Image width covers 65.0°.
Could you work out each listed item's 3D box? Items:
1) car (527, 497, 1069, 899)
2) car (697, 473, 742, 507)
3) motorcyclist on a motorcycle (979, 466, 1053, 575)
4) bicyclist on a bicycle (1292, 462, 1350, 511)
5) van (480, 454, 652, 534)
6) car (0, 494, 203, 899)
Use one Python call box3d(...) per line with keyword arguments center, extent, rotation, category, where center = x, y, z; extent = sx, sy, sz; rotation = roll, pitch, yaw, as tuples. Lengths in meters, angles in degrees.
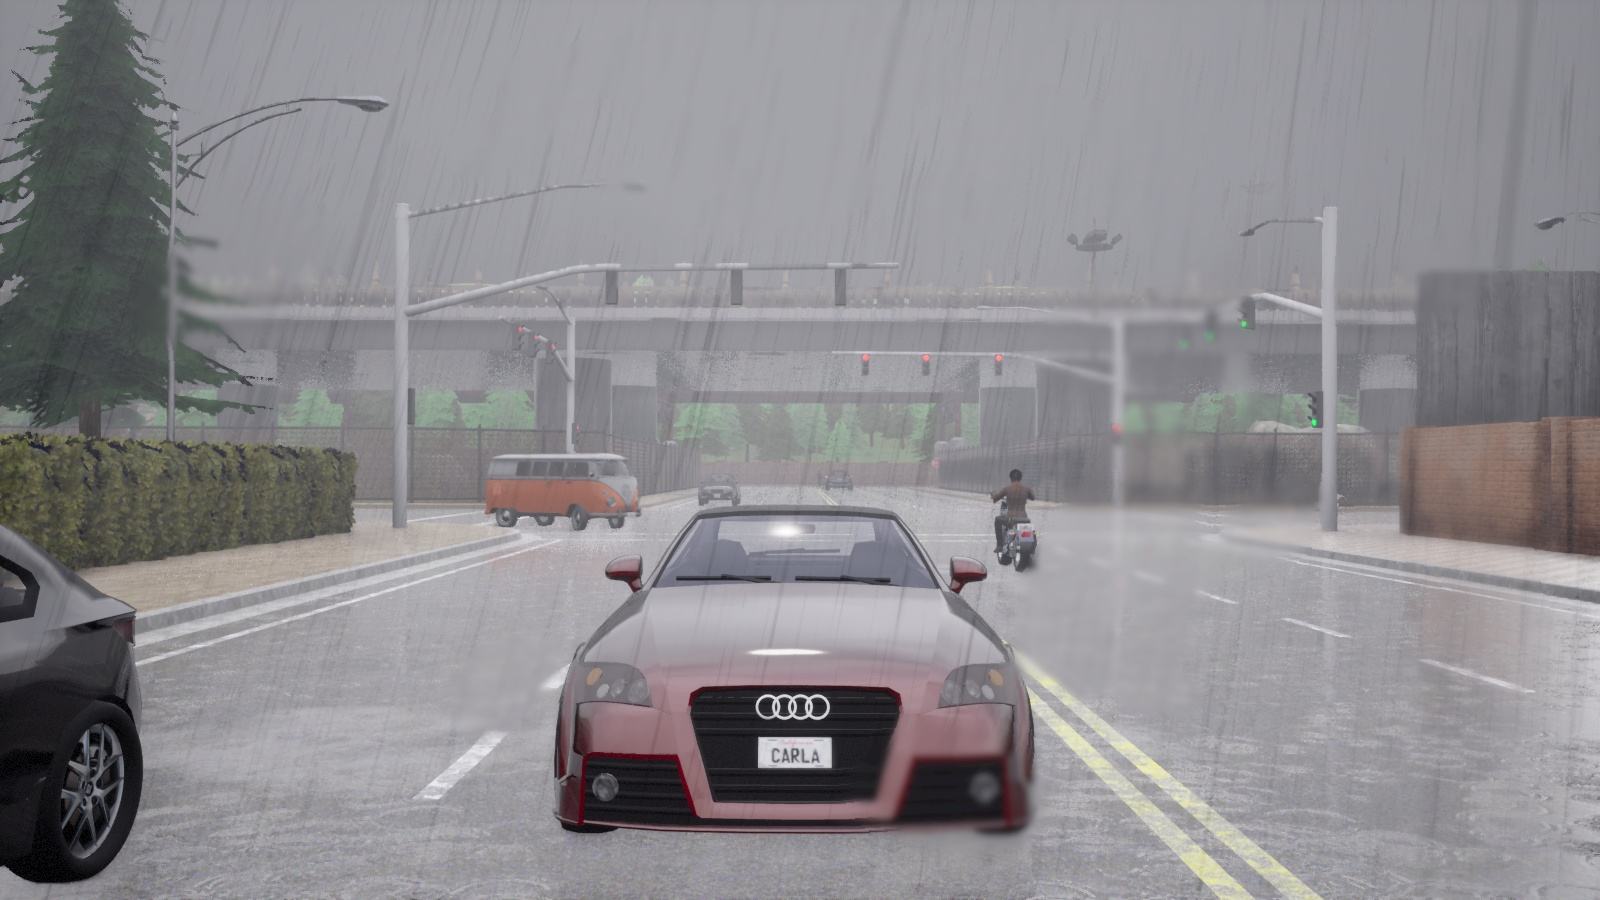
box3d(center=(-0.013, 0.991, 6.719), extent=(1.994, 1.385, 4.181), rotation=(0, -1, 0), category="car")
box3d(center=(-3.643, 1.805, 57.467), extent=(1.816, 1.474, 4.193), rotation=(0, -1, 0), category="car")
box3d(center=(3.449, 1.090, 20.246), extent=(0.766, 1.649, 2.350), rotation=(0, -1, 0), category="motorcyclist on a motorcycle")
box3d(center=(18.956, 1.319, 45.688), extent=(1.843, 1.776, 0.659), rotation=(0, -1, 0), category="bicyclist on a bicycle")
box3d(center=(-6.184, 1.126, 33.018), extent=(4.442, 1.987, 1.775), rotation=(-1, -2, 33), category="van")
box3d(center=(-3.509, 0.899, 3.374), extent=(1.816, 1.474, 4.193), rotation=(0, -1, 0), category="car")
